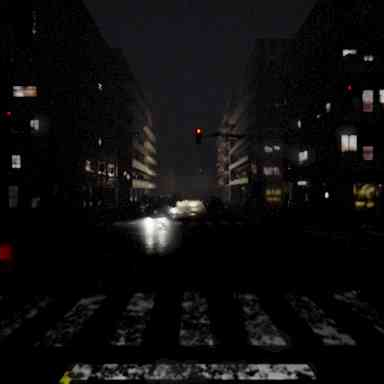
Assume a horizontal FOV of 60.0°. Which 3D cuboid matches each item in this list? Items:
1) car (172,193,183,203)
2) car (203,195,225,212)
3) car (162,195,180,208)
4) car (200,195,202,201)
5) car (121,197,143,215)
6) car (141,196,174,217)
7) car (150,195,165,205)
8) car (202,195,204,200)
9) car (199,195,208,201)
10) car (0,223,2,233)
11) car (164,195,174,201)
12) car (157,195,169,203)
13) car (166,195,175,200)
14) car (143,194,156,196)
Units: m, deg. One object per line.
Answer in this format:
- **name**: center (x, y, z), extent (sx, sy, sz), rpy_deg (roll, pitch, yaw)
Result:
- **car**: center (-3.044, 1.195, 65.486), extent (2.150, 2.045, 5.566), rpy_deg (0, 0, 0)
- **car**: center (2.662, 1.373, 38.405), extent (1.967, 1.590, 4.097), rpy_deg (0, 0, 0)
- **car**: center (-3.125, 1.522, 46.000), extent (1.895, 1.301, 4.718), rpy_deg (0, 0, 0)
- **car**: center (2.651, 1.490, 55.453), extent (1.802, 1.307, 4.206), rpy_deg (0, 0, 0)
- **car**: center (-5.714, 1.508, 32.715), extent (1.947, 1.339, 4.313), rpy_deg (0, 0, 0)
- **car**: center (-3.125, 1.436, 31.066), extent (2.128, 1.511, 4.902), rpy_deg (0, 0, 0)
- **car**: center (-5.729, 1.348, 55.445), extent (1.967, 1.590, 4.097), rpy_deg (0, 0, 0)
- **car**: center (2.659, 1.364, 44.087), extent (1.967, 1.590, 4.097), rpy_deg (0, 0, 0)
- **car**: center (2.636, 1.431, 78.182), extent (2.008, 1.369, 4.403), rpy_deg (0, 0, 0)
- **car**: center (-11.820, 1.660, 16.098), extent (4.892, 1.490, 1.837), rpy_deg (-1, -1, 6)
- **car**: center (-5.748, 1.424, 83.856), extent (2.008, 1.369, 4.403), rpy_deg (0, 0, 0)
- **car**: center (-5.737, 1.333, 66.810), extent (1.967, 1.590, 4.097), rpy_deg (0, 0, 0)
- **car**: center (-5.752, 1.418, 89.539), extent (2.008, 1.369, 4.403), rpy_deg (0, 0, 0)
- **car**: center (-5.722, 1.239, 44.080), extent (2.192, 1.841, 5.009), rpy_deg (0, 0, 0)
